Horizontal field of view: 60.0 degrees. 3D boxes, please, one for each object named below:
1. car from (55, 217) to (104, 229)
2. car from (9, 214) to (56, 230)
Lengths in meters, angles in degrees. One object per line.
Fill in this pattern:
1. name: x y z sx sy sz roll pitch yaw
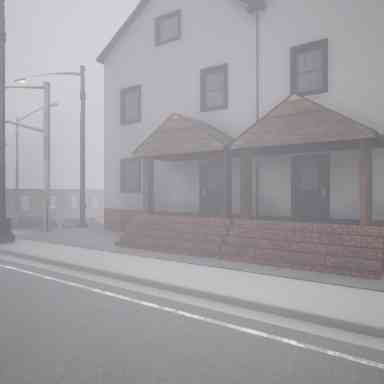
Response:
1. car: -9.152 3.055 29.801 2.128 1.511 4.902 0 -9 36
2. car: -14.074 2.655 29.325 1.994 1.385 4.181 0 -9 36
